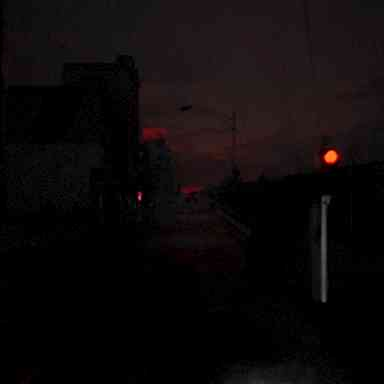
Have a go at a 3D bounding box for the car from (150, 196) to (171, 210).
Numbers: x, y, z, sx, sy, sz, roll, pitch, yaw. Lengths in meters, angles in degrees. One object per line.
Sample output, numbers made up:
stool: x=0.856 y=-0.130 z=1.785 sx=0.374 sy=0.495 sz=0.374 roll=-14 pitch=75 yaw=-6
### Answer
car: x=-4.087 y=1.470 z=41.857 sx=1.812 sy=1.442 sz=4.674 roll=0 pitch=0 yaw=1

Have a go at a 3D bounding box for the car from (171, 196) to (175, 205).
car: x=-4.051 y=1.449 z=58.162 sx=1.812 sy=1.442 sz=4.674 roll=0 pitch=0 yaw=0

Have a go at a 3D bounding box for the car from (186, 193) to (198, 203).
car: x=-0.001 y=1.132 z=68.031 sx=2.150 sy=2.045 sz=5.566 roll=0 pitch=0 yaw=0

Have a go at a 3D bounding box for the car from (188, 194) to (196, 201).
car: x=-0.003 y=1.206 z=78.421 sx=1.882 sy=1.535 sz=5.008 roll=0 pitch=0 yaw=0
